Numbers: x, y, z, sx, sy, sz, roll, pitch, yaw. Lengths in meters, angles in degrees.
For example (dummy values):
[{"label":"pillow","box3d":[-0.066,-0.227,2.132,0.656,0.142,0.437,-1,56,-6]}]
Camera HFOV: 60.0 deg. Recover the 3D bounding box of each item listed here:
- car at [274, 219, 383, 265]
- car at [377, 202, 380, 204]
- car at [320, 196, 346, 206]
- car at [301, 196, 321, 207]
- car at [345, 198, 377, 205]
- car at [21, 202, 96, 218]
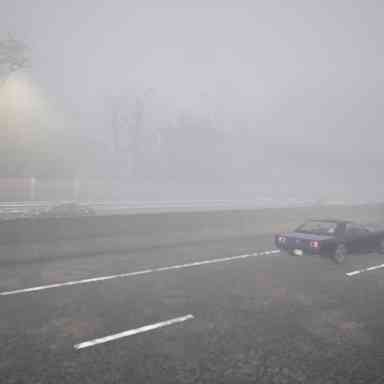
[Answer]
[{"label":"car","box3d":[5.156,1.604,11.722,4.718,1.301,1.895,0,0,-35]},{"label":"car","box3d":[23.467,1.560,37.904,4.674,1.442,1.812,0,0,-35]},{"label":"car","box3d":[19.467,1.512,43.645,5.008,1.535,1.882,0,0,-35]},{"label":"car","box3d":[17.344,1.386,46.424,4.553,1.767,2.097,0,0,-35]},{"label":"car","box3d":[21.167,1.559,40.561,4.674,1.442,1.812,0,0,-35]},{"label":"car","box3d":[-9.208,1.507,23.216,4.892,1.490,1.837,0,0,-35]}]
